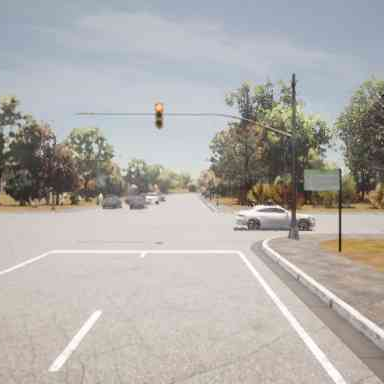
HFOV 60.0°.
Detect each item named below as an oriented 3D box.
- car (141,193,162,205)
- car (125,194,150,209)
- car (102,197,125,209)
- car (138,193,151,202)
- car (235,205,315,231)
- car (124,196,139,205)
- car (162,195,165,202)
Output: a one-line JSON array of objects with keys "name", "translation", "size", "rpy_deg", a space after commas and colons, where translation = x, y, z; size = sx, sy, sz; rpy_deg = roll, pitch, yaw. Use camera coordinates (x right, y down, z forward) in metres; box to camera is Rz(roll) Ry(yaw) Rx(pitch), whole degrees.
[{"name": "car", "translation": [-7.043, 1.177, 58.443], "size": [2.150, 2.045, 5.566], "rpy_deg": [0, 0, 0]}, {"name": "car", "translation": [-7.074, 1.465, 43.933], "size": [1.837, 1.490, 4.892], "rpy_deg": [0, 1, 0]}, {"name": "car", "translation": [-10.574, 1.465, 44.199], "size": [1.837, 1.490, 4.892], "rpy_deg": [0, 1, 0]}, {"name": "car", "translation": [-10.461, 1.146, 73.491], "size": [2.150, 2.045, 5.566], "rpy_deg": [0, 0, 0]}, {"name": "car", "translation": [4.899, 1.511, 19.877], "size": [4.674, 1.442, 1.812], "rpy_deg": [0, 0, 3]}, {"name": "car", "translation": [-10.545, 1.459, 58.241], "size": [1.837, 1.490, 4.892], "rpy_deg": [0, -1, 0]}, {"name": "car", "translation": [-6.961, 1.450, 74.018], "size": [2.128, 1.511, 4.902], "rpy_deg": [0, 0, 0]}]
